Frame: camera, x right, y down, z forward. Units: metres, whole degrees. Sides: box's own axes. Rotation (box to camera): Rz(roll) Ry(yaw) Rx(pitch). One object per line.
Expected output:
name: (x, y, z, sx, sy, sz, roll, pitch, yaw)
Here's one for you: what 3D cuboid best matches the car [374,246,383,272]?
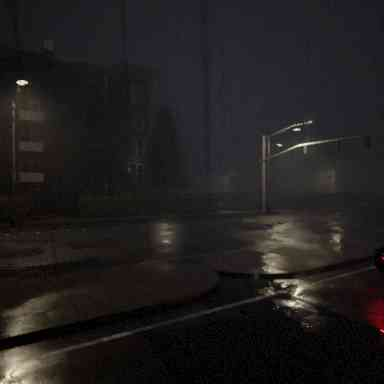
car: (6.854, 1.588, 8.754, 4.718, 1.301, 1.895, 0, 0, -35)
